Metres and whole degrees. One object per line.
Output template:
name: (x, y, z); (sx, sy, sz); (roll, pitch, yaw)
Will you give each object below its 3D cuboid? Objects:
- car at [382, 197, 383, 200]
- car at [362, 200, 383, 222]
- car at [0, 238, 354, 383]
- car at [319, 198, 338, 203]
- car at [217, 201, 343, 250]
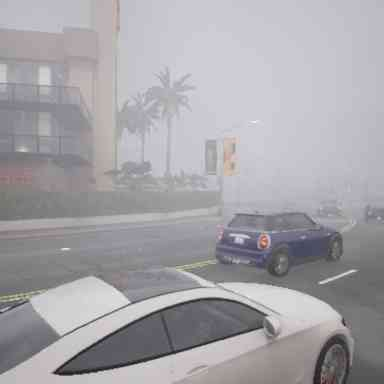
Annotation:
car: (36.845, 1.226, 67.530); (2.185, 1.767, 4.553); (0, 0, -11)
car: (14.489, 1.590, 26.125); (1.895, 1.301, 4.718); (0, 0, 24)
car: (-0.256, 1.523, 3.349); (4.674, 1.442, 1.812); (0, 0, -37)
car: (12.544, 1.403, 30.550); (2.097, 1.767, 4.553); (0, 0, 19)
car: (2.878, 1.347, 10.491); (4.553, 1.767, 2.097); (0, 0, -41)
